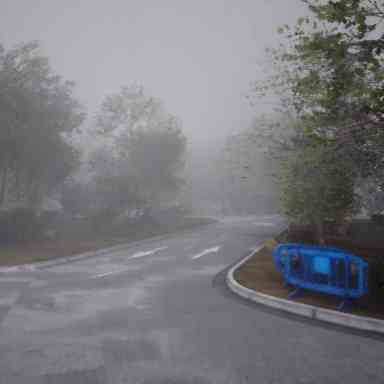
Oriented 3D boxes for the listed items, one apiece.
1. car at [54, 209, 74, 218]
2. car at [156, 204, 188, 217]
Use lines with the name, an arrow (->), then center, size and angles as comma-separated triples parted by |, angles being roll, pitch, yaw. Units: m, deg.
car -> -21.563, 3.512, 53.815 | 5.008, 1.535, 1.882 | 0, -4, -20
car -> -3.411, 2.963, 53.136 | 5.566, 2.045, 2.150 | -2, -3, 21
